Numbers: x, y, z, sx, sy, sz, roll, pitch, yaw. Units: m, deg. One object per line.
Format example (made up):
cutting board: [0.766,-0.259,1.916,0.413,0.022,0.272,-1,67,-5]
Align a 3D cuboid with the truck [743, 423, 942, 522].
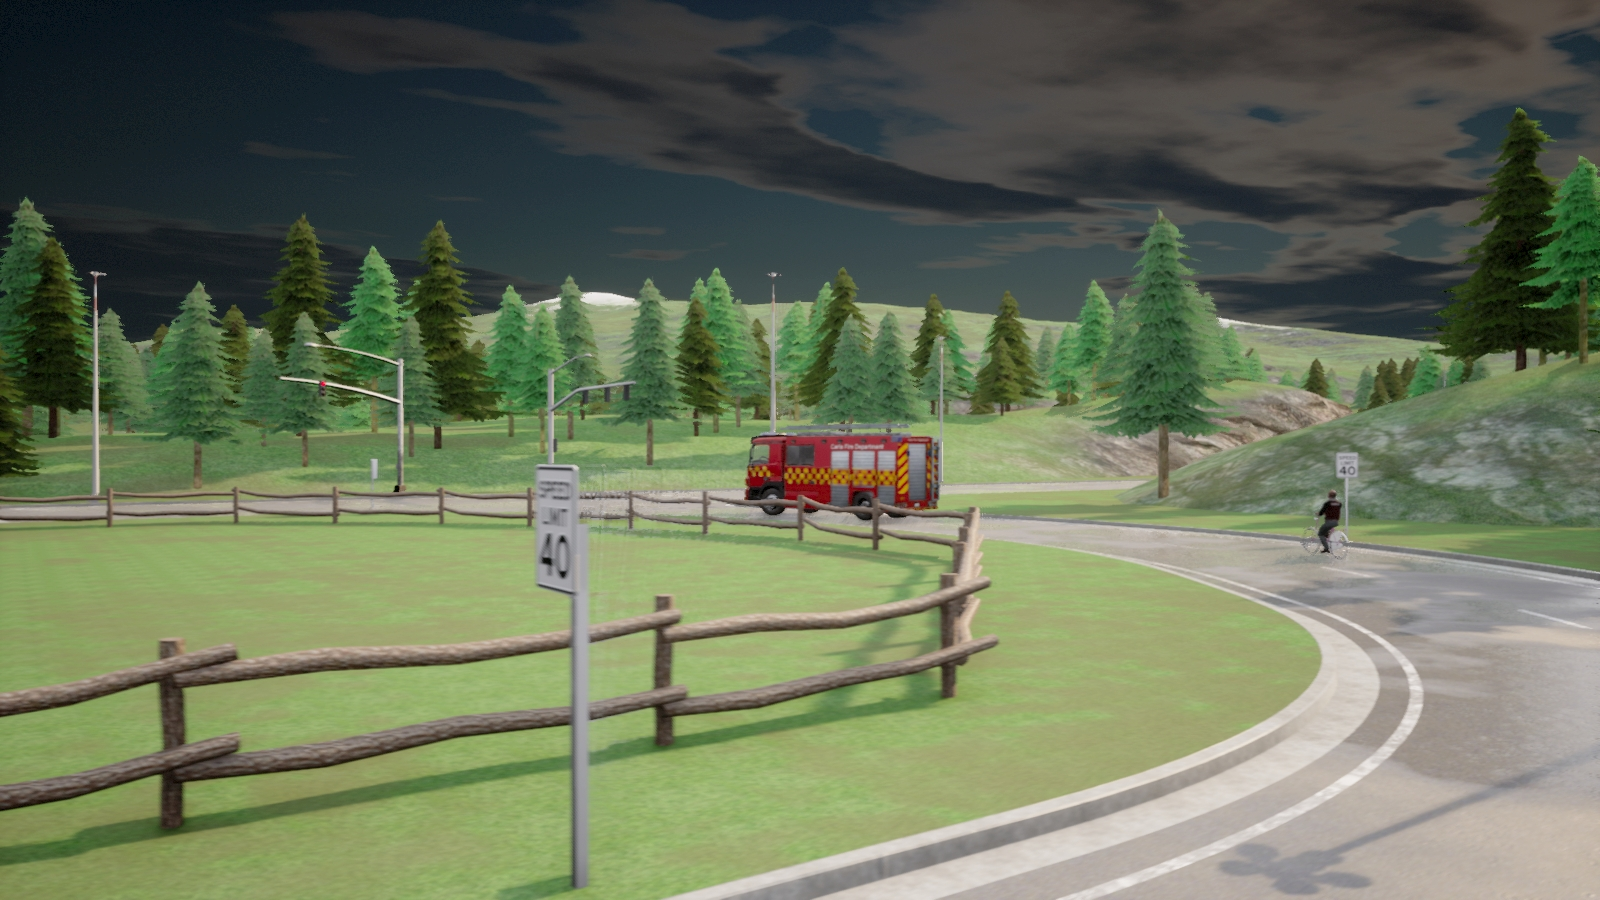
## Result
truck: [1.622,0.879,48.083,8.468,3.827,2.891,0,0,42]

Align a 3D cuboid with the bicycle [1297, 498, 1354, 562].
bicycle: [13.640,2.046,29.724,0.329,1.471,1.835,0,2,-10]
